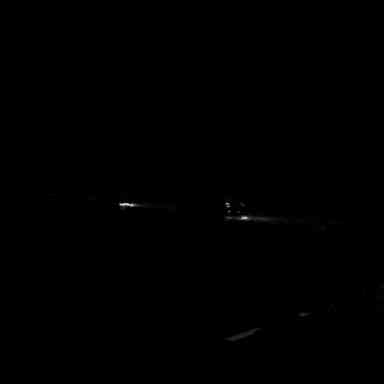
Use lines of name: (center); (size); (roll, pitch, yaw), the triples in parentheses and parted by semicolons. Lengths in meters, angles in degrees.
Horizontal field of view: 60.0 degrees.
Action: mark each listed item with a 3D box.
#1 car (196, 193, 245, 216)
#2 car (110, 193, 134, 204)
car: (2.361, 0.989, 28.021); (2.097, 1.767, 4.553); (0, 1, -35)
car: (-9.372, 0.827, 44.529); (1.994, 1.385, 4.181); (0, 1, -35)
